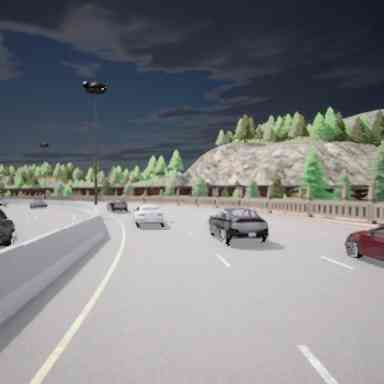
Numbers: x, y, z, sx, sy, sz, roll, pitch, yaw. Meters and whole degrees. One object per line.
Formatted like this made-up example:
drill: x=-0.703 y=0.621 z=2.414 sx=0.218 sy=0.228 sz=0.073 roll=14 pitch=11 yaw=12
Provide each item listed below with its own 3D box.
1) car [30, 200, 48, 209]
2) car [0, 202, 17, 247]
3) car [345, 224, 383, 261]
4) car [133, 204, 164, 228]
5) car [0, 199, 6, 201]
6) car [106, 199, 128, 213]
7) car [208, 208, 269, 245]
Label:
car: x=-23.500 y=1.853 z=51.064 sx=1.994 sy=1.385 sz=4.181 roll=0 pitch=0 yaw=-34
car: x=-8.219 y=1.411 z=12.164 sx=2.097 sy=1.767 sz=4.553 roll=0 pitch=0 yaw=-9
car: x=6.384 y=1.509 z=9.636 sx=1.812 sy=1.442 sz=4.674 roll=0 pitch=0 yaw=-5
car: x=-3.049 y=1.584 z=22.957 sx=1.812 sy=1.442 sz=4.674 roll=0 pitch=0 yaw=-14
car: x=-33.681 y=1.953 z=58.471 sx=2.033 sy=1.411 sz=5.357 roll=-1 pitch=0 yaw=-41
car: x=-9.033 y=1.630 z=39.923 sx=2.128 sy=1.511 sz=4.902 roll=0 pitch=0 yaw=-24
car: x=2.020 y=1.505 z=15.721 sx=2.128 sy=1.511 sz=4.902 roll=0 pitch=0 yaw=-9
